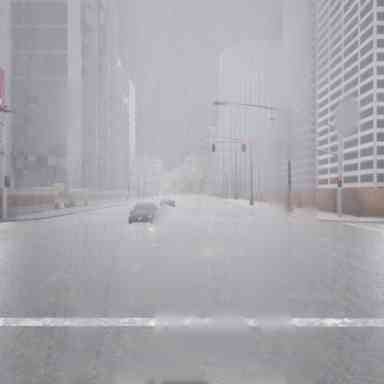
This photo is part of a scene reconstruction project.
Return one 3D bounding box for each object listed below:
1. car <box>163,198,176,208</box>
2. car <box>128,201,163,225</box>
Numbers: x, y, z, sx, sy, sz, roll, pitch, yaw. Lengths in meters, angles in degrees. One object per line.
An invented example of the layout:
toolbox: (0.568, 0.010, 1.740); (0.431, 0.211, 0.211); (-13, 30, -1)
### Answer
car: (-3.424, 1.597, 48.881); (1.895, 1.301, 4.718); (0, 0, 0)
car: (-3.463, 1.540, 24.455); (1.837, 1.490, 4.892); (0, 0, 0)
